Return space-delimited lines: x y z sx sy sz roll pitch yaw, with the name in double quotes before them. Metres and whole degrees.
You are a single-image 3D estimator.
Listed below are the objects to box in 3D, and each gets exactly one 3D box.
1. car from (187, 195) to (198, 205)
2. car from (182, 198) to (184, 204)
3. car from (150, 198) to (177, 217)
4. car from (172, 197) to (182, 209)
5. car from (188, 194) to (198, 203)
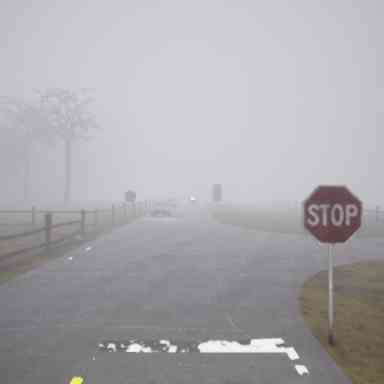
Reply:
"car" 0.165 1.624 60.427 2.033 1.411 5.357 0 0 0
"car" -2.573 1.625 65.414 1.812 1.442 4.674 0 0 0
"car" -2.765 1.549 31.331 2.033 1.411 5.357 0 0 0
"car" -2.719 1.537 45.930 1.837 1.490 4.892 0 0 0
"car" 0.193 1.336 71.034 2.097 1.767 4.553 0 0 0
